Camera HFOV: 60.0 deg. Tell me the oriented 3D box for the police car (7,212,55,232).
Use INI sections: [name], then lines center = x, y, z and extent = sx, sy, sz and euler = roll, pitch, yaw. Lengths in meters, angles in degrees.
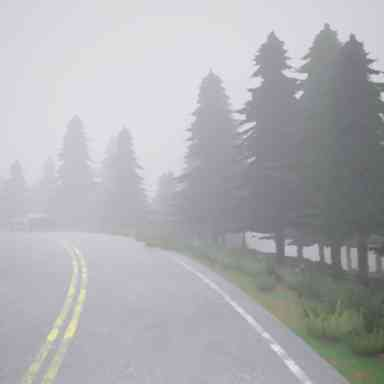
[police car]
center = -13.476, 2.457, 27.581
extent = 5.238, 1.638, 1.930
euler = -6, -7, 35
